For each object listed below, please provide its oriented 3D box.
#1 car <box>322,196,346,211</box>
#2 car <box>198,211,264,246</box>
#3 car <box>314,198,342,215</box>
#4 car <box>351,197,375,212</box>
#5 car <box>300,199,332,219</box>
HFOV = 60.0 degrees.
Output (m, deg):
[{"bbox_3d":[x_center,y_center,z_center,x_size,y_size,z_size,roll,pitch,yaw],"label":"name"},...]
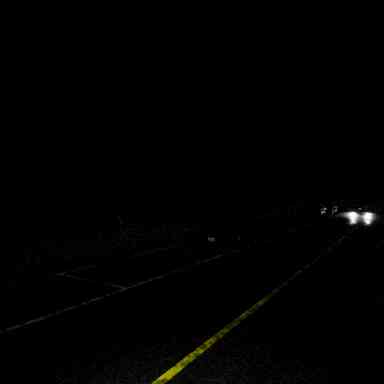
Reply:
[{"bbox_3d":[16.699,1.441,38.786,1.967,1.590,4.097,0,0,32],"label":"car"},{"bbox_3d":[1.949,1.566,15.428,1.947,1.339,4.313,0,0,32],"label":"car"},{"bbox_3d":[13.749,1.566,34.114,1.947,1.339,4.313,0,0,32],"label":"car"},{"bbox_3d":[19.836,1.602,38.792,1.895,1.301,4.718,0,0,33],"label":"car"},{"bbox_3d":[10.799,1.582,29.443,1.802,1.307,4.206,0,0,32],"label":"car"}]
